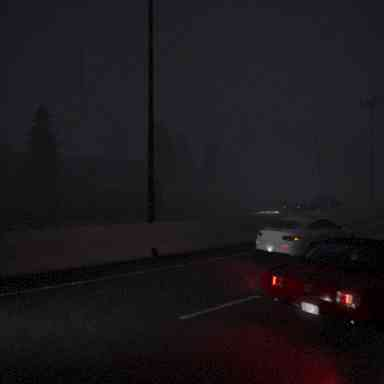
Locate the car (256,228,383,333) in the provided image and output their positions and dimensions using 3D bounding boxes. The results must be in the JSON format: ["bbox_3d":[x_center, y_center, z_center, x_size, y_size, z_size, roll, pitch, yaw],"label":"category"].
[{"bbox_3d":[3.642,1.614,6.847,4.718,1.301,1.895,0,0,-40],"label":"car"}]

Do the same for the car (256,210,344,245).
[{"bbox_3d":[4.183,1.551,11.960,4.674,1.442,1.812,0,0,-41],"label":"car"}]

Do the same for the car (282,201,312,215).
[{"bbox_3d":[11.520,1.676,36.278,1.895,1.301,4.718,0,0,34],"label":"car"}]

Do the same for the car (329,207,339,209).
[{"bbox_3d":[13.027,1.289,32.391,2.150,2.045,5.566,0,0,36],"label":"car"}]
